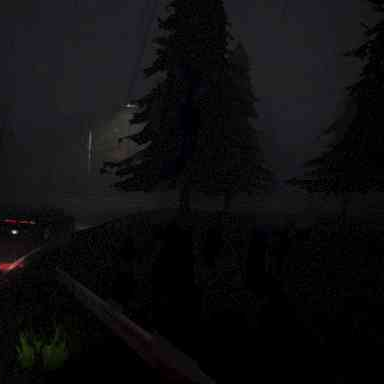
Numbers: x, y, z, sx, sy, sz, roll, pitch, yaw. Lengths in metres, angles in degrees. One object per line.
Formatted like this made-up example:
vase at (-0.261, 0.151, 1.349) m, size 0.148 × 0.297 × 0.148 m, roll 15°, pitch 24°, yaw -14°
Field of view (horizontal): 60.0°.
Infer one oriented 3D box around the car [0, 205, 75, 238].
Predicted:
car at (-7.400, 1.409, 16.491) m, size 1.837 × 1.490 × 4.892 m, roll 4°, pitch 1°, yaw 2°
